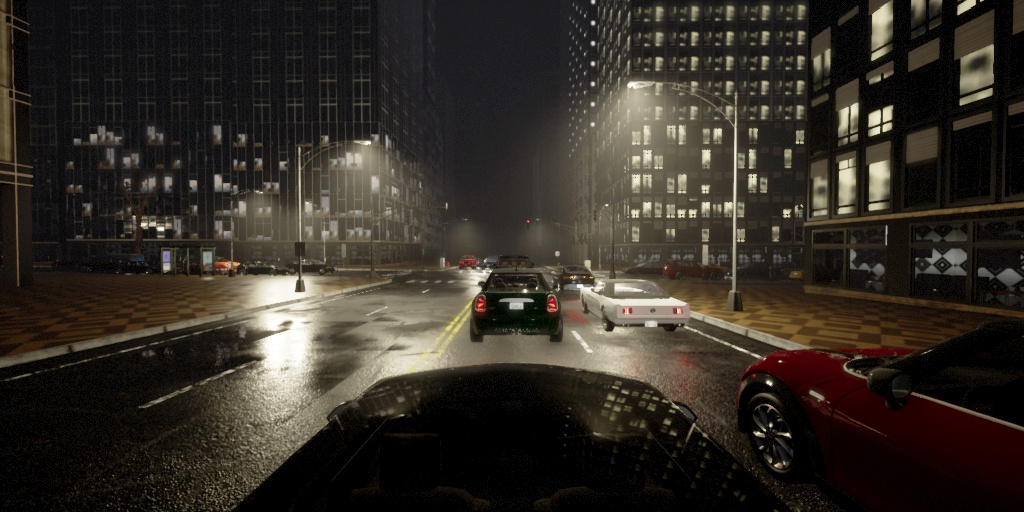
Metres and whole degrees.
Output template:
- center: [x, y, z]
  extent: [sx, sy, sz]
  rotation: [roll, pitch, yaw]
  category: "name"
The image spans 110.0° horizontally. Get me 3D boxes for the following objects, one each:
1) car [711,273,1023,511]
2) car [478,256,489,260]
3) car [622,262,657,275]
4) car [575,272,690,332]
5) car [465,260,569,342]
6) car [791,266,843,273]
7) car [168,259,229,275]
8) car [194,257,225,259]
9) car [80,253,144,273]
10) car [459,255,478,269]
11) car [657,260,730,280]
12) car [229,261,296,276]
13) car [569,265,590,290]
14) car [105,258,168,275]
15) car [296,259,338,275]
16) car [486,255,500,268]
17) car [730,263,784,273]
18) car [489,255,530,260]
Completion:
- center: [3.350, 1.102, 1.821]
  extent: [2.097, 1.767, 4.553]
  rotation: [0, 0, 0]
  category: "car"
- center: [-3.336, 1.204, 52.439]
  extent: [2.128, 1.511, 4.902]
  rotation: [0, 0, 0]
  category: "car"
- center: [14.545, 1.390, 38.086]
  extent: [5.357, 1.411, 2.033]
  rotation: [1, 1, 2]
  category: "car"
- center: [3.352, 1.347, 10.839]
  extent: [1.895, 1.301, 4.718]
  rotation: [0, 0, 0]
  category: "car"
- center: [0.101, 1.098, 9.888]
  extent: [2.097, 1.767, 4.553]
  rotation: [0, 0, 0]
  category: "car"
- center: [27.646, 1.576, 32.031]
  extent: [4.829, 1.417, 1.751]
  rotation: [0, 0, 1]
  category: "car"
- center: [-28.411, 1.136, 32.897]
  extent: [4.207, 1.307, 1.802]
  rotation: [0, 0, 1]
  category: "car"
- center: [-29.422, 0.853, 35.606]
  extent: [4.553, 1.767, 2.097]
  rotation: [1, 1, 1]
  category: "car"
- center: [-39.419, 0.764, 35.817]
  extent: [4.553, 1.767, 2.097]
  rotation: [0, 1, 1]
  category: "car"
- center: [-6.590, 0.933, 53.972]
  extent: [2.150, 2.045, 5.566]
  rotation: [0, 0, 0]
  category: "car"
- center: [16.198, 1.267, 32.230]
  extent: [5.009, 1.841, 2.192]
  rotation: [0, 0, 1]
  category: "car"
- center: [-22.727, 1.172, 32.763]
  extent: [4.313, 1.339, 1.948]
  rotation: [0, 0, 1]
  category: "car"
- center: [3.353, 1.244, 20.097]
  extent: [1.837, 1.490, 4.892]
  rotation: [0, 0, 0]
  category: "car"
- center: [-34.091, 1.068, 33.071]
  extent: [4.313, 1.339, 1.948]
  rotation: [0, 0, 1]
  category: "car"
- center: [-19.804, 1.080, 35.411]
  extent: [4.902, 1.511, 2.128]
  rotation: [1, 1, 1]
  category: "car"
- center: [-3.315, 0.922, 62.602]
  extent: [2.150, 2.045, 5.566]
  rotation: [0, 0, 0]
  category: "car"
- center: [25.519, 1.487, 37.850]
  extent: [5.357, 1.411, 2.033]
  rotation: [0, 1, 1]
  category: "car"
- center: [0.103, 0.962, 19.600]
  extent: [2.150, 2.045, 5.566]
  rotation: [0, 0, 0]
  category: "car"
